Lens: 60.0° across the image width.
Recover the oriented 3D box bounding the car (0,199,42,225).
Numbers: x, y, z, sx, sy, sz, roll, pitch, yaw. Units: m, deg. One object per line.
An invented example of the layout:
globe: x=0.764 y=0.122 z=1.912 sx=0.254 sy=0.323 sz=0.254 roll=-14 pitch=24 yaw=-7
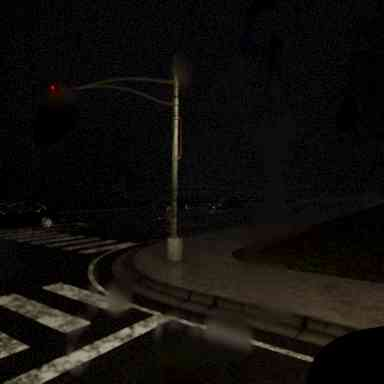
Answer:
car: x=-11.825 y=1.222 z=20.152 sx=1.812 sy=1.442 sz=4.674 roll=1 pitch=1 yaw=41

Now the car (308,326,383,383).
car: x=3.091 y=1.501 z=1.484 sx=5.008 sy=1.535 sz=1.882 roll=1 pitch=1 yaw=37

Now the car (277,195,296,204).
car: x=14.588 y=1.161 z=51.404 sx=1.812 sy=1.442 sz=4.674 roll=1 pitch=1 yaw=35

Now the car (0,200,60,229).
car: x=-9.352 y=1.240 z=17.280 sx=1.837 sy=1.490 sz=4.892 roll=1 pitch=1 yaw=35

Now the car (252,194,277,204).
car: x=11.113 y=1.085 z=52.125 sx=1.837 sy=1.490 sz=4.892 roll=1 pitch=0 yaw=35

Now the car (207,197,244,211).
car: x=3.743 y=1.201 z=36.036 sx=2.033 sy=1.411 sz=5.357 roll=1 pitch=1 yaw=35

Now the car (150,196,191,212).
car: x=-2.093 y=1.117 z=33.352 sx=1.882 sy=1.535 sz=5.008 roll=1 pitch=1 yaw=35
